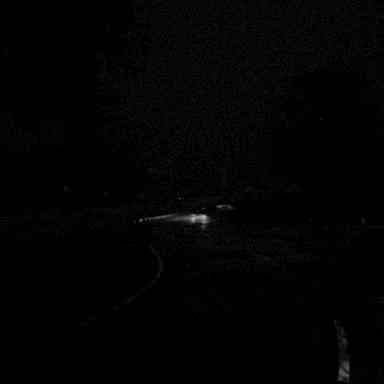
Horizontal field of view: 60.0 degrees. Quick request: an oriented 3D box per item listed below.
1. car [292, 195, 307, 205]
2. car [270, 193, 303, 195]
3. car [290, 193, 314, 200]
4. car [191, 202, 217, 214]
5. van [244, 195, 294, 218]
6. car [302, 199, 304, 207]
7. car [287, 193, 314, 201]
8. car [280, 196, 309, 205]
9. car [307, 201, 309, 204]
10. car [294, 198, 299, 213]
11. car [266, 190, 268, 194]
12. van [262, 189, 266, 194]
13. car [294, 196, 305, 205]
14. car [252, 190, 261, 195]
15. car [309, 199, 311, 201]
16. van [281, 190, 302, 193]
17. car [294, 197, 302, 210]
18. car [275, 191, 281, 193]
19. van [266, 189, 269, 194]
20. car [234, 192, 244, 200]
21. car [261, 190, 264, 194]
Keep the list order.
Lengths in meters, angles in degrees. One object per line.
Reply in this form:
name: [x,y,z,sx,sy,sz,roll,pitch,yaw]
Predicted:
car: [13.714,1.586,48.395,5.008,1.535,2.097,0,1,23]
car: [14.812,1.405,50.941,4.553,1.767,2.185,0,1,23]
car: [24.493,1.068,73.968,4.792,1.488,2.163,0,1,23]
car: [1.520,1.968,41.163,1.895,1.301,4.718,0,1,23]
van: [8.221,1.642,35.651,4.442,1.987,1.878,0,1,23]
car: [11.585,1.727,43.272,4.792,1.488,2.163,0,1,23]
car: [23.219,1.090,71.493,5.366,1.575,1.946,0,1,23]
car: [18.009,1.405,58.633,4.674,1.452,2.002,0,1,23]
car: [15.858,1.515,53.515,4.674,1.452,2.002,0,1,23]
car: [9.434,1.840,38.155,4.792,1.488,2.163,0,1,23]
car: [17.488,0.827,91.142,5.008,1.535,2.097,0,1,23]
van: [16.512,0.656,88.507,4.442,1.987,1.878,0,1,23]
car: [12.627,1.643,45.842,4.892,1.521,2.231,0,1,23]
car: [13.118,0.796,80.812,5.566,2.045,2.435,0,1,23]
car: [16.931,1.420,56.073,5.008,1.535,2.097,0,1,23]
van: [19.192,1.084,61.140,4.442,1.987,1.878,0,1,23]
car: [10.311,1.752,40.798,5.366,1.575,1.946,0,1,23]
car: [21.940,1.062,81.089,1.895,1.301,4.718,0,1,23]
van: [18.471,0.546,93.769,4.442,1.987,1.878,0,1,23]
car: [8.449,1.360,57.538,2.097,1.767,4.553,0,1,23]
car: [15.323,0.977,85.973,4.674,1.452,2.002,0,1,23]
